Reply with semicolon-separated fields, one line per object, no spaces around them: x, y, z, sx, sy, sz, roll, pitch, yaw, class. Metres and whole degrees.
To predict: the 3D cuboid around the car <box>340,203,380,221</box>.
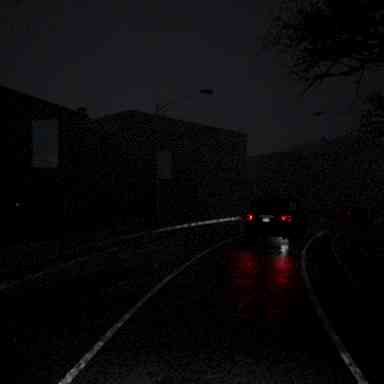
15.512;1.715;30.508;5.008;1.535;1.882;1;0;-40;car

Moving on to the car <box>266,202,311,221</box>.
8.473;1.636;28.930;1.812;1.442;4.674;1;0;44;car

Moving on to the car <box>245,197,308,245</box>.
4.277;1.291;16.457;2.150;2.045;5.566;0;0;25;car
